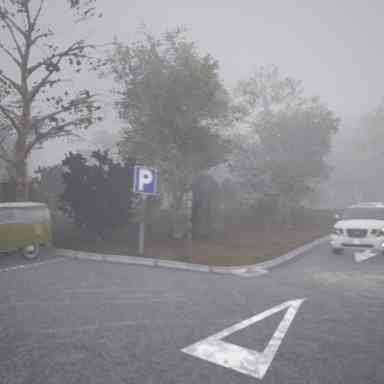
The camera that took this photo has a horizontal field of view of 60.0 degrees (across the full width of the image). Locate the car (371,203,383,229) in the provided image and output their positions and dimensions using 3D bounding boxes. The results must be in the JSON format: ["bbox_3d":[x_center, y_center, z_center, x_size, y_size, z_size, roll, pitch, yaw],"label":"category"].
[{"bbox_3d":[14.420,1.664,24.031,1.837,1.490,4.892,-3,-1,36],"label":"car"}]

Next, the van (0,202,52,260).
[{"bbox_3d":[-6.906,1.331,10.604,1.878,1.987,4.442,-1,-1,35],"label":"van"}]

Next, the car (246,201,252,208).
[{"bbox_3d":[8.001,1.651,54.106,4.553,1.767,2.097,-2,-1,35],"label":"car"}]

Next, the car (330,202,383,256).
[{"bbox_3d":[7.936,1.548,15.105,2.150,2.045,5.566,-3,-1,35],"label":"car"}]
